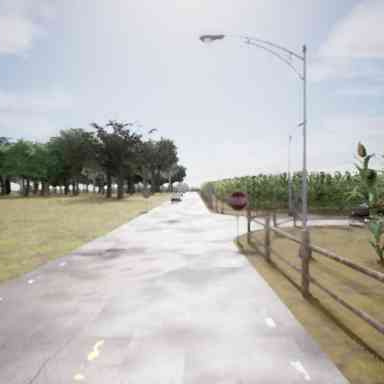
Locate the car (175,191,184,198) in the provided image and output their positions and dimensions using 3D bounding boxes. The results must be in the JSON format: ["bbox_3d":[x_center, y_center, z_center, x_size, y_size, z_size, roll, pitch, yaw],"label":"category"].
[{"bbox_3d":[-2.771,0.588,75.243,1.837,1.490,4.892,0,1,0],"label":"car"}]

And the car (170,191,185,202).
[{"bbox_3d":[-2.807,1.026,59.629,2.033,1.411,5.357,0,1,1],"label":"car"}]

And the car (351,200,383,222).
[{"bbox_3d":[13.864,1.303,23.629,5.008,1.535,1.882,-1,0,0],"label":"car"}]
